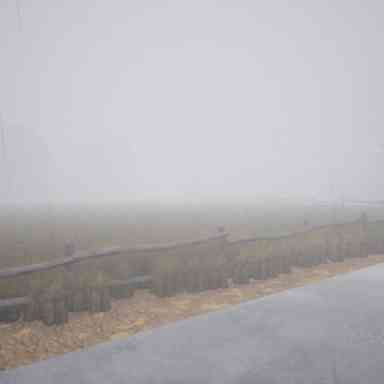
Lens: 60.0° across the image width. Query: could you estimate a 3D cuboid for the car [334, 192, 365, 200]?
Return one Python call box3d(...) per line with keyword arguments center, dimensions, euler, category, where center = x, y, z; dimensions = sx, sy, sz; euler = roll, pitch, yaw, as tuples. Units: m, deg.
box3d(center=(33.584, 0.901, 70.979), dimensions=(2.242, 1.667, 4.611), euler=(-1, 0, -37), category="car")
